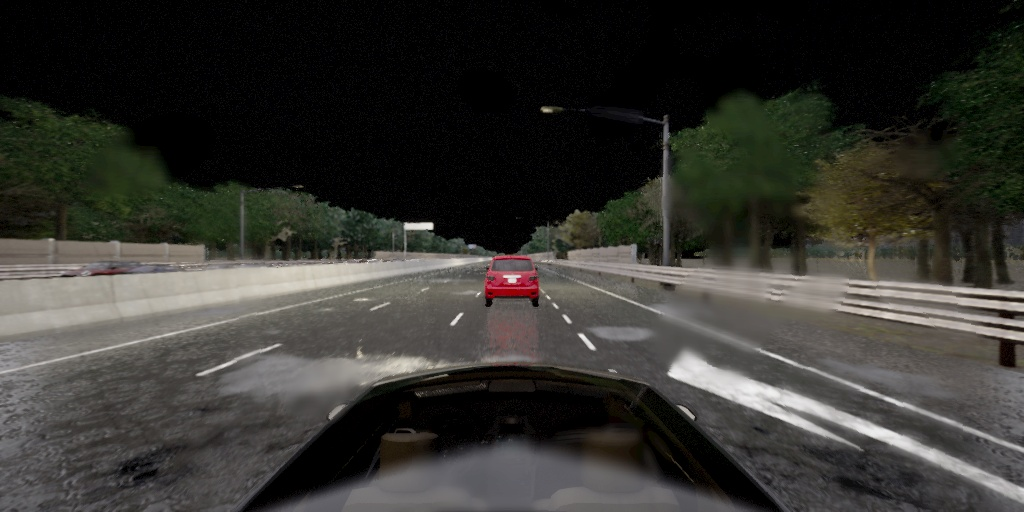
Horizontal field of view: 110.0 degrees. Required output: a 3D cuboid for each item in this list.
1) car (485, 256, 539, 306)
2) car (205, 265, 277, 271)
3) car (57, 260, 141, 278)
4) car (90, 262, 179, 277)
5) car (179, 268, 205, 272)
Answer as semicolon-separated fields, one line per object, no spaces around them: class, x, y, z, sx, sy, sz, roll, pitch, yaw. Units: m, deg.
car;0.001;1.022;16.042;2.150;2.045;5.566;0;0;0
car;-17.605;1.316;24.580;2.033;1.411;5.357;0;0;0
car;-28.091;1.120;24.872;2.097;1.767;4.553;0;0;0
car;-24.603;1.315;24.566;2.033;1.411;5.357;0;0;0
car;-21.097;1.333;26.085;1.994;1.385;4.181;0;0;0
